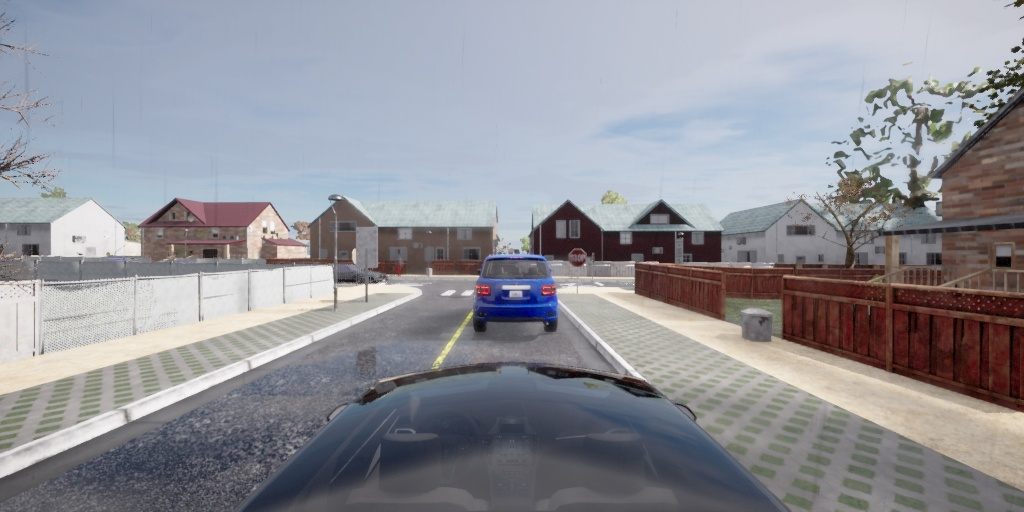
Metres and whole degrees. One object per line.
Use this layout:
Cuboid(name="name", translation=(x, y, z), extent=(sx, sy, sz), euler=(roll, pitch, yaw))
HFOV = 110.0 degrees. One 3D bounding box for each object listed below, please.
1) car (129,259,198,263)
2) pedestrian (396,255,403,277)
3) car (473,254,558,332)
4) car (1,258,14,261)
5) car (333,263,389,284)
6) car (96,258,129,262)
Cuboid(name="car", translation=(-22.348, 1.030, 24.343), extent=(4.902, 1.511, 2.128), euler=(1, 0, 1))
Cuboid(name="pedestrian", translation=(-9.425, 0.803, 29.950), extent=(0.375, 1.860, 0.375), euler=(0, 0, 1))
Cuboid(name="car", translation=(0.080, 0.971, 10.972), extent=(2.150, 2.045, 5.566), euler=(0, 0, 0))
Cuboid(name="car", translation=(-35.534, 0.892, 24.612), extent=(4.902, 1.511, 2.128), euler=(1, 0, 1))
Cuboid(name="car", translation=(-11.075, 1.201, 23.883), extent=(5.357, 1.411, 2.033), euler=(1, 0, 6))
Cuboid(name="car", translation=(-30.555, 0.927, 27.454), extent=(5.008, 1.535, 1.882), euler=(1, 0, 1))
